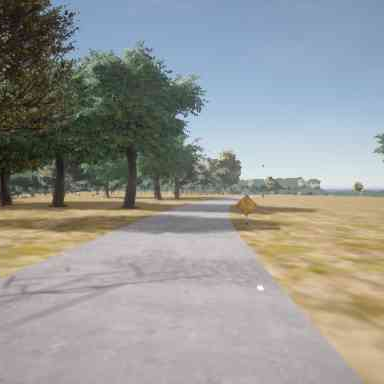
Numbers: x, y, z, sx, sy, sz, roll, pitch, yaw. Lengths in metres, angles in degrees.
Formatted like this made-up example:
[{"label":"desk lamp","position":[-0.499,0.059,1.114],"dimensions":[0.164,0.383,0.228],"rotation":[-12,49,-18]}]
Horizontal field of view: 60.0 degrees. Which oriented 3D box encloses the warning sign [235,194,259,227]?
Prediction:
[{"label":"warning sign","position":[3.281,1.092,20.039],"dimensions":[1.300,1.860,1.060],"rotation":[0,1,3]}]
